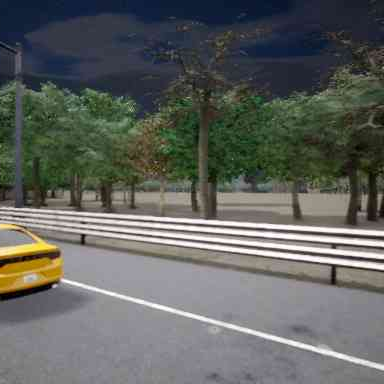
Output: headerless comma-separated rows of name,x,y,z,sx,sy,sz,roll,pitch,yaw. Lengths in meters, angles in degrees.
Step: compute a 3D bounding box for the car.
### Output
car,-5.044,1.476,7.765,5.008,1.535,1.882,0,0,37
